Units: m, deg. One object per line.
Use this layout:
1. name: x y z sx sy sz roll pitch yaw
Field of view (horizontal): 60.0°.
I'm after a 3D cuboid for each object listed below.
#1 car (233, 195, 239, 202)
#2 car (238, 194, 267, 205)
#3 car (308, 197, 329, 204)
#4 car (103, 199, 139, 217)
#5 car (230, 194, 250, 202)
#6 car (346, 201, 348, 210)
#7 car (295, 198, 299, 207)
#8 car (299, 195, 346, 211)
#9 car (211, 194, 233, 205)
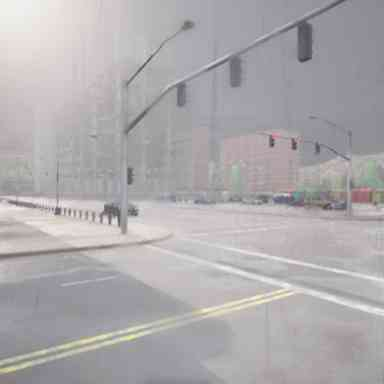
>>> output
1. car: 9.077 1.660 76.520 1.784 1.438 3.905 0 0 -35
2. car: 10.749 1.642 59.191 1.970 1.475 3.806 0 0 -35
3. car: 26.878 1.723 70.666 1.784 1.438 3.905 0 0 -35
4. car: -6.840 1.423 31.849 2.097 1.767 4.553 0 0 -36
5. car: 11.237 1.464 78.115 1.932 1.855 4.605 0 0 -35
6. car: 18.651 1.387 43.380 1.905 1.878 3.866 0 0 -35
7. car: 24.479 1.496 69.043 1.932 1.855 4.605 0 0 -35
8. car: 16.259 1.367 41.750 1.932 1.855 4.605 0 0 -35
9. car: 6.715 1.675 74.846 1.970 1.475 3.806 0 0 -35
